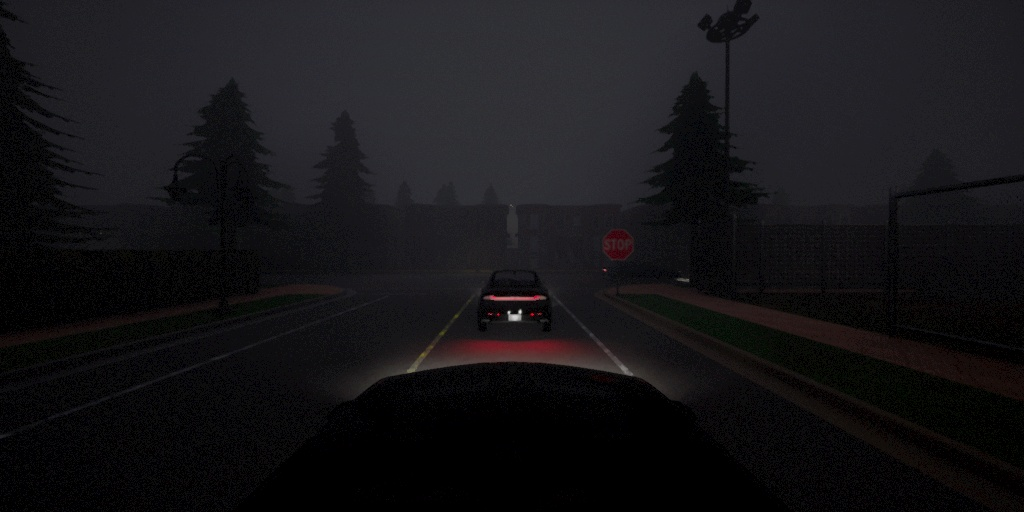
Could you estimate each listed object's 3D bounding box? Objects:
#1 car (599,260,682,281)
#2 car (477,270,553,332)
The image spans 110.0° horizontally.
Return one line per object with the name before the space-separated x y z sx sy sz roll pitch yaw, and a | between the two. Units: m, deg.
car | 8.898 0.998 25.160 5.357 1.411 2.033 0 1 5
car | 0.077 1.138 10.432 2.128 1.511 4.902 0 1 0
